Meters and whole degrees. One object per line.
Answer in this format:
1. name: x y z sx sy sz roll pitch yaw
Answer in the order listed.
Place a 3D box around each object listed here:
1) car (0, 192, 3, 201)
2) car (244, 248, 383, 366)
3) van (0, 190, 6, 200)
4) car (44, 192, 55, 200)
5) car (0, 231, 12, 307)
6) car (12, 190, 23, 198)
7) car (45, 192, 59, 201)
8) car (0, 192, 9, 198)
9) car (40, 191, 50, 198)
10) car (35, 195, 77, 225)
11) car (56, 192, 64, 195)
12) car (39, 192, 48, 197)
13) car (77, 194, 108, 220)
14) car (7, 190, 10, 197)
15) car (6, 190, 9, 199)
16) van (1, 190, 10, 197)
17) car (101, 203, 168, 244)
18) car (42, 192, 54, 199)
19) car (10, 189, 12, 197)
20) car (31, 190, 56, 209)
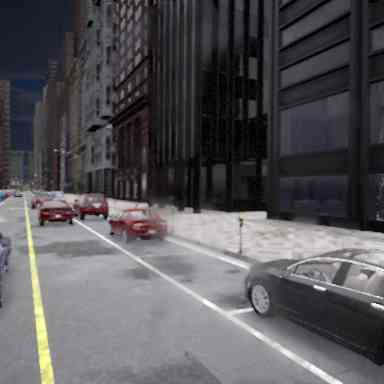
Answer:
1. car: -27.966 0.998 46.430 1.947 1.339 4.313 0 1 -27
2. car: 2.520 1.534 5.019 2.008 1.369 4.403 0 1 -27
3. van: -33.050 0.664 56.489 1.690 1.788 3.998 0 1 -27
4. car: -28.068 0.830 65.529 1.752 1.417 4.829 0 1 -27
5. car: -5.074 1.501 7.272 1.895 1.301 4.718 0 1 -27
6. car: -40.430 0.754 77.215 1.895 1.301 4.718 0 0 -27
7. car: -25.448 0.801 60.347 1.967 1.590 4.097 0 1 -27
8. car: -43.223 0.651 76.612 1.887 1.381 4.507 0 1 -27
9. car: -35.618 0.584 80.466 1.967 1.590 4.097 0 1 -27
10. car: -9.007 1.238 21.825 1.882 1.535 5.008 0 1 -26
11. car: -17.898 1.048 45.409 1.752 1.417 4.829 0 1 -27
12. car: -38.162 0.656 85.497 1.947 1.339 4.313 0 1 -27
13. car: -7.649 1.063 25.136 2.192 1.841 5.009 0 1 -27
14. car: -38.137 0.781 66.552 1.947 1.339 4.313 0 1 -27
15. car: -35.594 0.835 61.521 1.947 1.339 4.313 0 1 -27
16. van: -45.765 0.394 81.641 1.690 1.788 3.998 0 1 -27
17. car: -2.565 1.409 15.079 1.887 1.381 4.507 0 1 -27
18. car: -30.534 0.803 70.407 2.008 1.369 4.403 0 1 -27
19. car: -40.679 0.476 71.579 2.192 1.841 5.009 0 1 -27
20. car: -17.276 0.928 38.230 2.097 1.767 4.553 0 0 -27
